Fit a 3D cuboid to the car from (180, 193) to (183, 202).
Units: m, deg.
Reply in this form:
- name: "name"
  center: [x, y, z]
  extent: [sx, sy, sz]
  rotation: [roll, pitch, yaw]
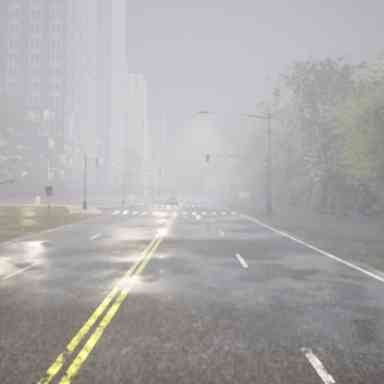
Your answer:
- name: "car"
  center: [-3.231, 1.219, 72.617]
  extent: [2.150, 2.045, 5.566]
  rotation: [0, 0, 0]

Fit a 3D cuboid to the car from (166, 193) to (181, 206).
- name: "car"
  center: [-3.233, 1.624, 56.196]
  extent: [1.837, 1.490, 4.892]
  rotation: [1, 4, 0]
